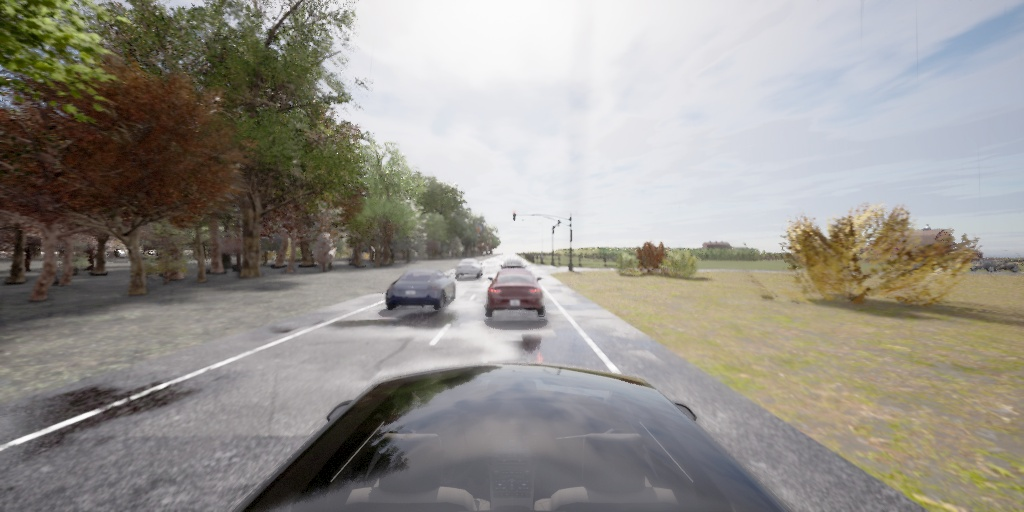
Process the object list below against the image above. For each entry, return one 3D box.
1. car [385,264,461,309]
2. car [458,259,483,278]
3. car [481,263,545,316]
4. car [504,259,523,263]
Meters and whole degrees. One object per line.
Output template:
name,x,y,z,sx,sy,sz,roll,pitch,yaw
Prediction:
car,-3.400,1.177,14.038,1.994,1.385,4.181,0,1,0
car,-3.398,0.974,28.919,1.812,1.442,4.674,0,1,0
car,0.106,1.156,12.569,1.812,1.442,4.674,0,1,0
car,0.100,0.986,25.850,1.837,1.490,4.892,0,0,0
